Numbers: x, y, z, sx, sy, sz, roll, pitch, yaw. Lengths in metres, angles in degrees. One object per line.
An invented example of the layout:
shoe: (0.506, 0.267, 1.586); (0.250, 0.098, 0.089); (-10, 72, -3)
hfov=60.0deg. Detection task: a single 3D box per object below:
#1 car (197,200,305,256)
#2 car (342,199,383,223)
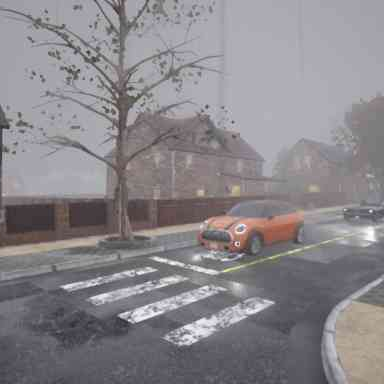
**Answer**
car: (2.296, 1.120, 12.267); (4.553, 1.767, 2.097); (-1, 2, -45)
car: (11.356, 1.148, 21.262); (4.718, 1.301, 1.895); (-1, 2, -45)
